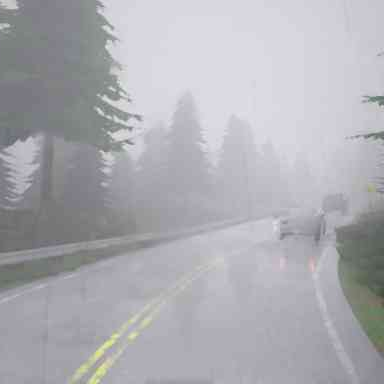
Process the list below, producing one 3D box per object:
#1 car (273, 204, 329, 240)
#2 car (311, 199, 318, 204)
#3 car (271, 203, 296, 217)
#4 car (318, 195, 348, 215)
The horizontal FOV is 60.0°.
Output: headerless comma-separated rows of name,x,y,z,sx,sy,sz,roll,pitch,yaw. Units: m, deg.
car,5.675,1.549,16.948,1.812,1.442,4.674,-2,-1,26
car,25.411,2.092,67.739,1.882,1.535,5.008,1,-4,4
car,8.747,1.695,30.433,2.033,1.411,5.357,-2,-1,28
car,15.147,1.294,35.121,2.150,2.045,5.566,-2,-1,29
